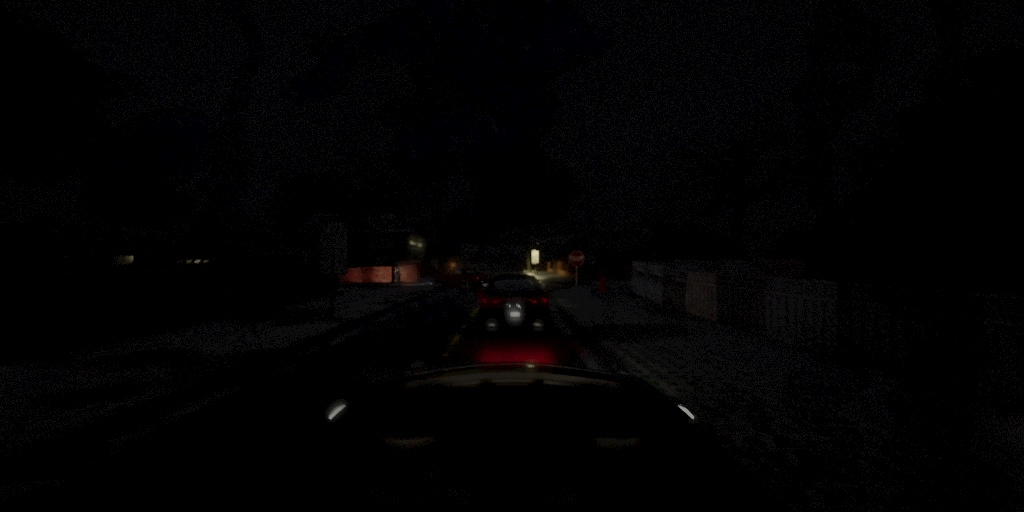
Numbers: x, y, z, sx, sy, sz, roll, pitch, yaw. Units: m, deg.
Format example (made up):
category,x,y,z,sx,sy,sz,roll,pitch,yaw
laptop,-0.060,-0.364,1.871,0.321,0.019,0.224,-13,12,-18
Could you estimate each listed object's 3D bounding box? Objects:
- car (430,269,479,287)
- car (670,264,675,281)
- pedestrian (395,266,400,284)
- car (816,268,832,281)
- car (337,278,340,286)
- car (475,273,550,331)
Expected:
category,x,y,z,sx,sy,sz,roll,pitch,yaw
car,-3.947,1.628,27.001,4.718,1.301,1.895,-2,-1,35
car,12.208,1.339,27.362,5.008,1.535,1.882,-1,-2,0
pedestrian,-9.708,1.417,30.537,0.375,1.860,0.375,0,-2,1
car,26.022,1.167,27.202,5.008,1.535,1.882,-1,-2,1
car,-14.390,1.611,24.697,4.674,1.442,1.812,-1,-2,0
car,0.080,1.309,11.406,1.882,1.535,5.008,0,0,0
